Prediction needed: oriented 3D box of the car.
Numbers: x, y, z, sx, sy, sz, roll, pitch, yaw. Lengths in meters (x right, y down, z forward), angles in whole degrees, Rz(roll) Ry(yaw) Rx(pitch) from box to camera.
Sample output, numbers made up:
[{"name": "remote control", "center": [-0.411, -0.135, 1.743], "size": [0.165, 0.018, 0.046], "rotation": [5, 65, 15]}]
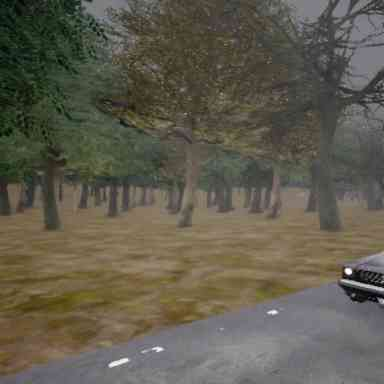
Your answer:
[{"name": "car", "center": [5.145, 1.601, 7.037], "size": [4.718, 1.301, 1.895], "rotation": [0, 0, -36]}]
